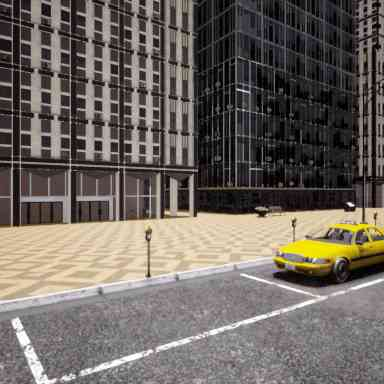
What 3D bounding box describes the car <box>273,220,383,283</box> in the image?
[{"bbox_3d":[4.407,1.526,9.653,4.829,1.417,1.752,0,0,-35],"label":"car"}]
